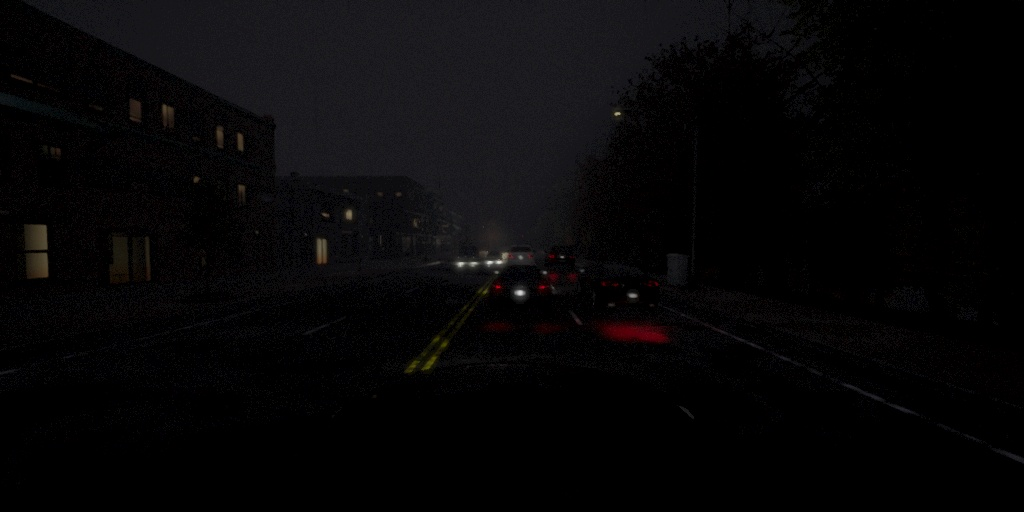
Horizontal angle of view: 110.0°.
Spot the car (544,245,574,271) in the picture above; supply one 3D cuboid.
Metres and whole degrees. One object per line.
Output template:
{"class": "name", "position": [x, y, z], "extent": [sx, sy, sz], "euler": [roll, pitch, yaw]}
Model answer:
{"class": "car", "position": [4.017, 0.107, 30.747], "extent": [2.150, 2.045, 5.566], "euler": [0, 2, 2]}

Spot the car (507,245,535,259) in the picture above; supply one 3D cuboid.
{"class": "car", "position": [0.766, 0.097, 30.771], "extent": [2.150, 2.045, 5.566], "euler": [0, 2, 2]}

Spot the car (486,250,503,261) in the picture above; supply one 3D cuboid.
{"class": "car", "position": [-2.265, -0.051, 46.813], "extent": [1.994, 1.385, 4.181], "euler": [0, 2, 2]}

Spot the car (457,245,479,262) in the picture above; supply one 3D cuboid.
{"class": "car", "position": [-5.535, -0.383, 46.084], "extent": [2.150, 2.045, 5.566], "euler": [0, 2, 2]}

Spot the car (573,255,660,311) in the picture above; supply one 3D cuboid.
{"class": "car", "position": [3.560, 0.904, 12.769], "extent": [1.882, 1.535, 5.008], "euler": [0, 2, 2]}

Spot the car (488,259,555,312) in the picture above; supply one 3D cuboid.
{"class": "car", "position": [0.299, 0.991, 12.471], "extent": [1.994, 1.385, 4.181], "euler": [0, 2, 2]}
